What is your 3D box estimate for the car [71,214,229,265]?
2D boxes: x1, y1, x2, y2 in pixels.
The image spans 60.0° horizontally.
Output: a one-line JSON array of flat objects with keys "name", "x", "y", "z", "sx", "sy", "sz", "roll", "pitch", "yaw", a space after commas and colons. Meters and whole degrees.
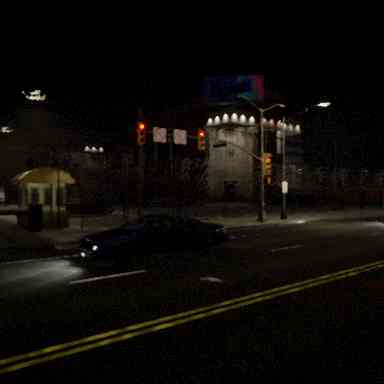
[{"name": "car", "x": -1.166, "y": 1.513, "z": 11.741, "sx": 5.357, "sy": 1.411, "sz": 2.033, "roll": 0, "pitch": 0, "yaw": -35}]

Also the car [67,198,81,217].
[{"name": "car", "x": -9.131, "y": 1.200, "z": 28.672, "sx": 4.553, "sy": 1.767, "sz": 2.185, "roll": 0, "pitch": 0, "yaw": -36}]

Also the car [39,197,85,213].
[{"name": "car", "x": -13.600, "y": 1.352, "z": 34.817, "sx": 4.193, "sy": 1.474, "sz": 1.816, "roll": 0, "pitch": 0, "yaw": -36}]
